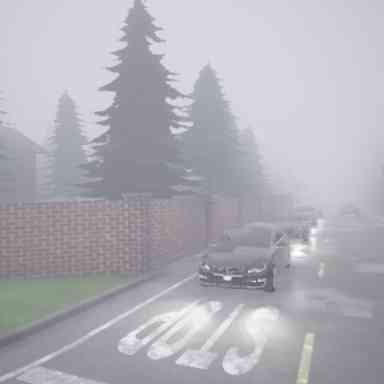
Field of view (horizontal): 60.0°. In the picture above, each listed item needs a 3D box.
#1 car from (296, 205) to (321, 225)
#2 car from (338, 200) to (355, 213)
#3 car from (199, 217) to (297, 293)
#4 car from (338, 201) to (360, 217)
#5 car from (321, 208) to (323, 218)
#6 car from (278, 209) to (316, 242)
[{"bbox_3d":[9.170,1.883,26.950,1.837,1.490,4.892,-2,-1,23],"label":"car"},{"bbox_3d":[21.229,1.944,45.866,1.882,1.535,5.008,-2,-1,23],"label":"car"},{"bbox_3d":[1.747,1.713,9.731,1.837,1.490,4.892,-2,-1,23],"label":"car"},{"bbox_3d":[17.009,1.860,35.962,2.128,1.511,4.902,-2,-1,24],"label":"car"},{"bbox_3d":[13.210,2.069,36.242,1.895,1.301,4.718,-2,-1,24],"label":"car"},{"bbox_3d":[5.390,1.855,18.169,1.994,1.385,4.181,-2,-1,24],"label":"car"}]
